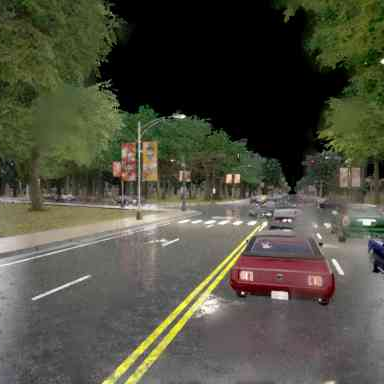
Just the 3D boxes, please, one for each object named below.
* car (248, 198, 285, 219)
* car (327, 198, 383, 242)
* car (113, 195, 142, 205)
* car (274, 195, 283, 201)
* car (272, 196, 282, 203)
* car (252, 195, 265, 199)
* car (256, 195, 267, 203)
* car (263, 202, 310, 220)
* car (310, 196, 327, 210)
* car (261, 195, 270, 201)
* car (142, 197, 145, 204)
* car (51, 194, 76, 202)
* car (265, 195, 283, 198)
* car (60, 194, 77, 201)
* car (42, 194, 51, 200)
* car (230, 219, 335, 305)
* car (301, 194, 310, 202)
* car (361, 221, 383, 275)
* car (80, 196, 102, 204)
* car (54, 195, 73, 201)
[{"bbox_3d":[6.772,1.503,28.089,4.892,1.490,1.837,0,-2,-38],"label":"car"},{"bbox_3d":[8.055,1.351,16.197,2.097,1.767,4.553,0,0,17],"label":"car"},{"bbox_3d":[-10.982,1.359,54.636,4.902,1.511,2.128,0,0,41],"label":"car"},{"bbox_3d":[21.506,1.486,82.308,1.882,1.535,5.008,0,0,17],"label":"car"},{"bbox_3d":[18.455,1.601,72.396,1.895,1.301,4.718,0,0,17],"label":"car"},{"bbox_3d":[12.317,1.552,63.633,2.033,1.411,5.357,0,0,18],"label":"car"},{"bbox_3d":[15.263,1.484,73.076,1.882,1.535,5.008,0,0,17],"label":"car"},{"bbox_3d":[4.920,1.504,17.065,1.837,1.490,4.892,0,0,17],"label":"car"},{"bbox_3d":[17.453,1.522,41.142,1.837,1.490,4.892,-3,2,-26],"label":"car"},{"bbox_3d":[18.285,1.532,82.887,1.812,1.442,4.674,0,0,17],"label":"car"},{"bbox_3d":[-10.302,1.349,58.519,4.902,1.511,2.128,0,0,40],"label":"car"},{"bbox_3d":[-26.168,1.298,67.500,4.674,1.442,1.812,0,0,40],"label":"car"},{"bbox_3d":[15.392,1.552,62.591,2.033,1.411,5.357,0,0,18],"label":"car"},{"bbox_3d":[-29.259,1.259,78.600,4.674,1.442,1.812,0,0,40],"label":"car"},{"bbox_3d":[-37.116,1.223,85.216,4.674,1.442,1.812,0,0,40],"label":"car"},{"bbox_3d":[2.247,1.601,8.200,1.895,1.301,4.718,0,0,17],"label":"car"},{"bbox_3d":[23.985,1.563,68.118,1.994,1.385,4.181,0,0,17],"label":"car"},{"bbox_3d":[5.455,1.601,7.593,1.895,1.301,4.718,0,0,17],"label":"car"},{"bbox_3d":[-18.418,1.421,60.910,4.718,1.301,1.895,0,0,41],"label":"car"},{"bbox_3d":[-28.571,1.344,73.773,4.718,1.301,1.895,0,0,40],"label":"car"}]
